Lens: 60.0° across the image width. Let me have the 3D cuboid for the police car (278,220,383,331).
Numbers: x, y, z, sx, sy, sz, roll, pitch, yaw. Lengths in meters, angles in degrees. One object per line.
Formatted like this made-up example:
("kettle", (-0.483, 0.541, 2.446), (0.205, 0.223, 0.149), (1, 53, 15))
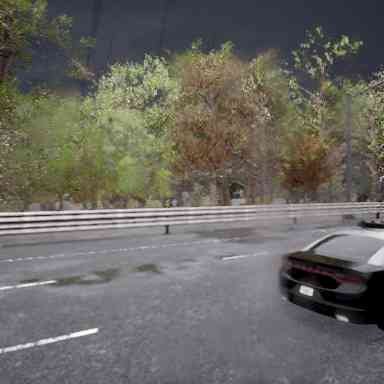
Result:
("police car", (4.079, 1.433, 6.865), (5.238, 1.638, 1.930), (0, 0, -32))
